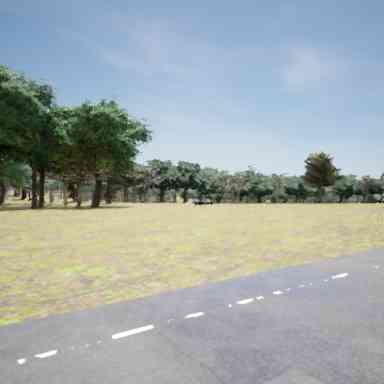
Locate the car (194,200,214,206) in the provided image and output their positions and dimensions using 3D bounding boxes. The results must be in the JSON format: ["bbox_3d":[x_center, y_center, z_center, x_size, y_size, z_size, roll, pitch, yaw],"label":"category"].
[{"bbox_3d":[2.570,2.312,70.543,1.895,1.301,4.718,2,-2,-36],"label":"car"}]
